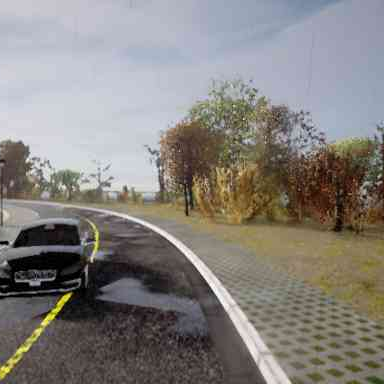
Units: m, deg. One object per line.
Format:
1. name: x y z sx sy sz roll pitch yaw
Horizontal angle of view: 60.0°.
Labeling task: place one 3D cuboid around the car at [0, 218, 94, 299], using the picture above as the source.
1. car: -3.632 1.498 8.678 1.837 1.490 4.892 0 0 -15
